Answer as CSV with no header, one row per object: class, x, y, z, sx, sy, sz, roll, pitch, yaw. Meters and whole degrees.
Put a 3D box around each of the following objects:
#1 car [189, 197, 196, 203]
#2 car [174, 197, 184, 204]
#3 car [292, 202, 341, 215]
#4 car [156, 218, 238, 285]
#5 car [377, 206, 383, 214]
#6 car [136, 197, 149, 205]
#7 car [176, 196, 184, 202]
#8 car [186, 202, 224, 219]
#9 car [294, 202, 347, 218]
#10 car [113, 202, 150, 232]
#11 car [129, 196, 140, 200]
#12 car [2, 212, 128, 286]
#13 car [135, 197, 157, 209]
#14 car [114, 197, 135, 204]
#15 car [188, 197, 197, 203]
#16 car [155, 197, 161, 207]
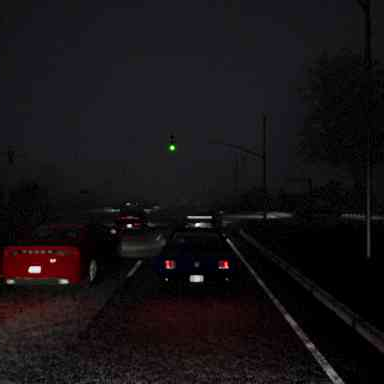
car,0.159,2.198,91.999,2.128,1.511,4.902,0,0,1
car,-3.395,2.129,81.626,2.033,1.411,5.357,0,0,0
car,13.626,1.795,36.644,4.674,1.442,1.812,0,0,5
car,0.113,1.673,9.686,1.895,1.301,4.718,0,0,0
car,22.802,1.749,36.137,4.902,1.511,2.128,0,0,3
car,-10.413,1.870,70.402,2.097,1.767,4.553,0,0,0
car,-3.342,2.001,92.036,1.882,1.535,5.008,0,0,1
car,0.873,1.647,21.011,2.128,1.511,4.902,0,0,12
car,12.761,1.735,33.190,4.902,1.511,2.128,0,0,3
car,-3.822,1.662,21.251,1.837,1.490,4.892,0,0,-7
car,-10.473,1.663,60.368,2.150,2.045,5.566,0,0,1
car,-3.387,1.549,9.654,1.882,1.535,5.008,0,-1,0
car,-7.064,1.925,51.605,2.033,1.411,5.357,0,0,-3
car,-10.529,1.916,50.367,2.033,1.411,5.357,0,0,0
car,0.105,2.097,81.636,1.837,1.490,4.892,0,0,0
car,-6.975,1.799,61.130,2.097,1.767,4.553,0,0,0
